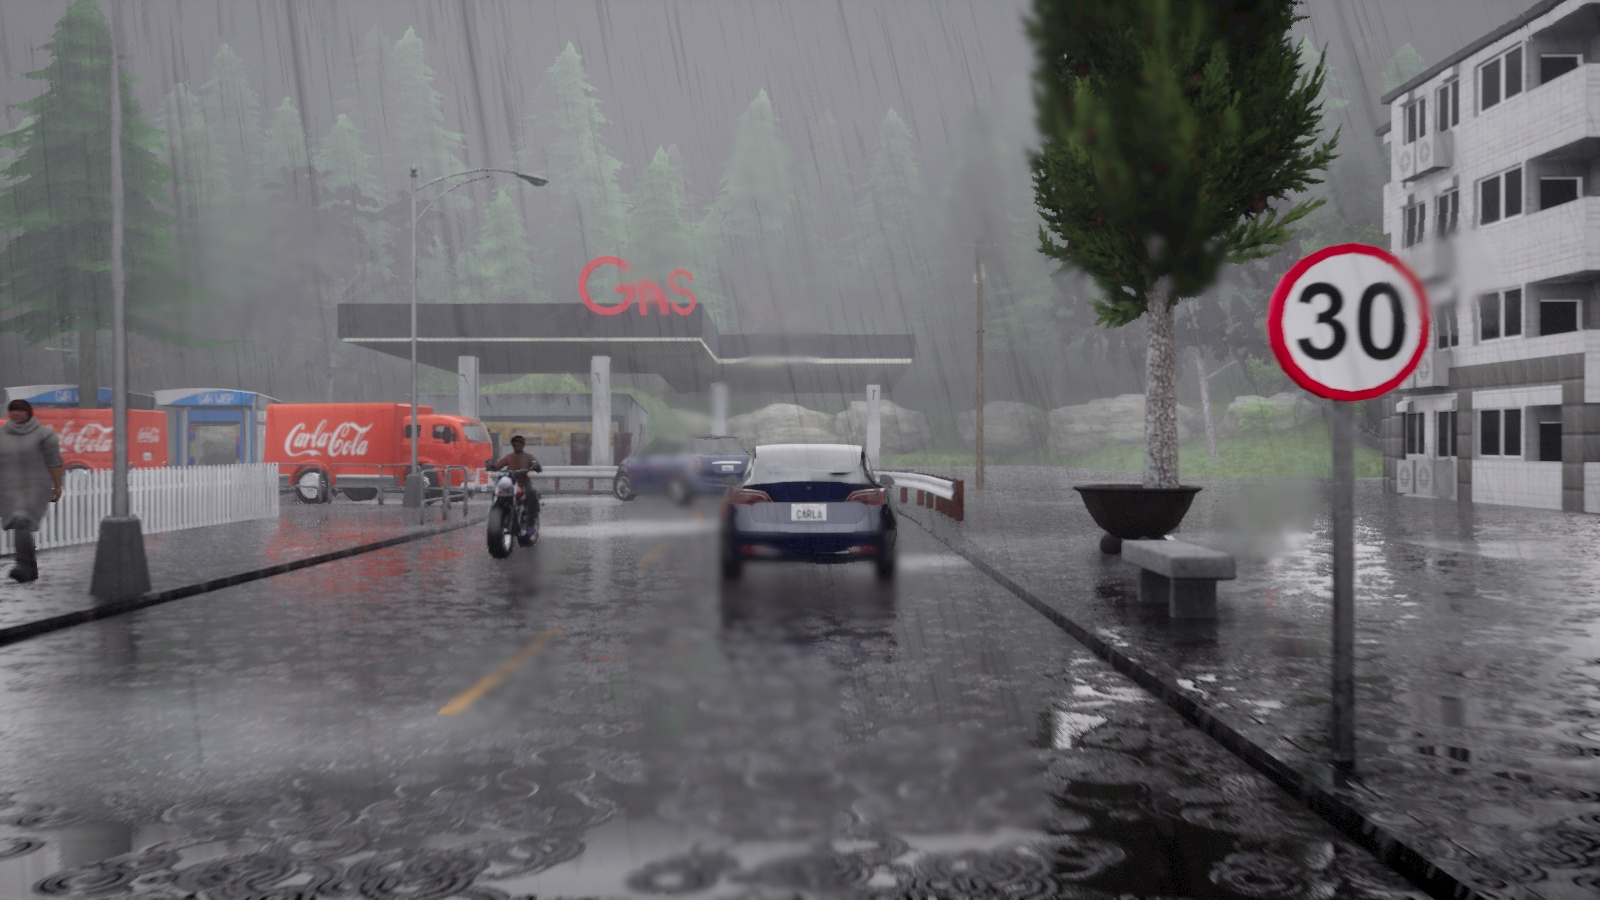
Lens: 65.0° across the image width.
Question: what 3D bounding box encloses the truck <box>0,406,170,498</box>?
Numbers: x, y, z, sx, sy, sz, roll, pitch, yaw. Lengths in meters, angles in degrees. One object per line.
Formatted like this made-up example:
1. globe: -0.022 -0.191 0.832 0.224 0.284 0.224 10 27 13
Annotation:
1. truck: -20.967 0.044 35.287 5.204 2.467 2.627 0 0 0

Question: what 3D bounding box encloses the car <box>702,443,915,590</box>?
1. car: 0.103 0.661 15.155 2.163 1.488 4.792 0 0 0

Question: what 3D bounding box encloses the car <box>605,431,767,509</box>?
1. car: -2.885 0.431 30.833 2.097 1.767 4.553 0 0 -33

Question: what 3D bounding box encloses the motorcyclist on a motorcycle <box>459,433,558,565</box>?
1. motorcyclist on a motorcycle: -3.873 0.599 16.881 0.766 1.649 2.350 0 0 0

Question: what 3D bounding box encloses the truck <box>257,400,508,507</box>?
1. truck: -10.155 0.078 30.808 5.204 2.467 2.627 0 0 10

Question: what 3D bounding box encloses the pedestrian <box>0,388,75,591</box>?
1. pedestrian: -7.775 0.379 12.503 0.659 1.952 0.873 0 0 -6
